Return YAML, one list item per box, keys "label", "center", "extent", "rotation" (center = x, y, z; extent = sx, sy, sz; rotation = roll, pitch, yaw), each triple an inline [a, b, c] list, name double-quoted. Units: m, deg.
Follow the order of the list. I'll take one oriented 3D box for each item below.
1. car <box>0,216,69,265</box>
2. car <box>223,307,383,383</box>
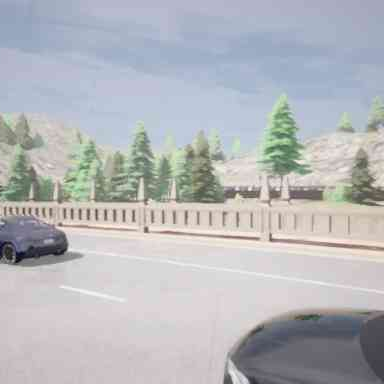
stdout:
- label: "car"
  center: [-6.335, 1.555, 11.639]
  extent: [4.181, 1.385, 1.994]
  rotation: [0, 0, 29]
- label: "car"
  center: [2.482, 1.477, 2.019]
  extent: [4.902, 1.511, 2.128]
  rotation: [0, 0, 36]
